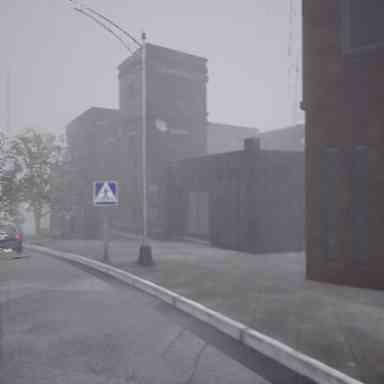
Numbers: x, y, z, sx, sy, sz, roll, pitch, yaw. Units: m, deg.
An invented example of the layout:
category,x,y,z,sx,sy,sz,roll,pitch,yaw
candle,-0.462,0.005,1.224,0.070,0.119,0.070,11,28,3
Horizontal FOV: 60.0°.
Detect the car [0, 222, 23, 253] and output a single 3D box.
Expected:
category,x,y,z,sx,sy,sz,roll,pitch,yaw
car,-11.469,2.735,19.807,2.097,1.767,4.553,-1,-5,-33
